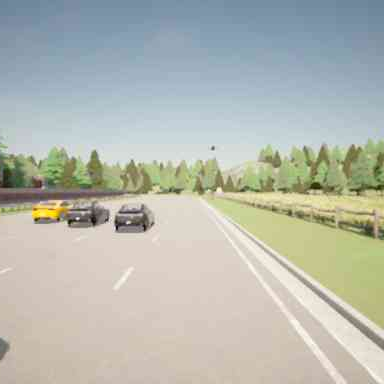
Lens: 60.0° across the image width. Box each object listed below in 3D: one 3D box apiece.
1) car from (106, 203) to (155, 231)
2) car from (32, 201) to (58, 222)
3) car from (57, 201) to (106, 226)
[{"bbox_3d":[-3.399,1.423,20.193,2.128,1.511,4.902,0,0,0],"label":"car"},{"bbox_3d":[-10.401,1.392,25.555,1.882,1.535,5.008,0,0,0],"label":"car"},{"bbox_3d":[-6.902,1.416,22.505,2.128,1.511,4.902,0,0,0],"label":"car"}]
